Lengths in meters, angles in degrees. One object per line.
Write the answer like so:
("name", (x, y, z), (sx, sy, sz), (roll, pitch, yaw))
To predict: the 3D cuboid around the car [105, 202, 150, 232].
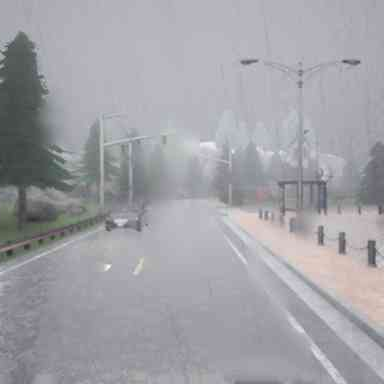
("car", (-3.521, 1.328, 18.830), (2.128, 1.511, 4.902), (0, 0, 0))
